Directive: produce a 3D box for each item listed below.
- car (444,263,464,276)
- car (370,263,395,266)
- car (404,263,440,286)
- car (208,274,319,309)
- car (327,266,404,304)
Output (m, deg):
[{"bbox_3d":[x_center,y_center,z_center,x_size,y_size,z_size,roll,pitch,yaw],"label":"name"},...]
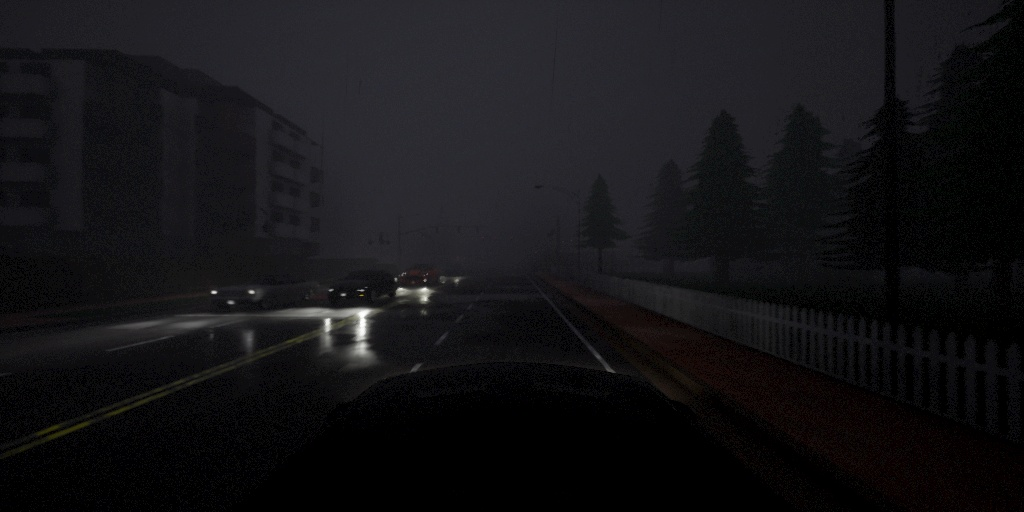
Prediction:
[{"bbox_3d":[-6.980,1.637,43.421,1.882,1.535,5.008,0,-1,0],"label":"car"},{"bbox_3d":[-10.570,1.344,28.671,2.097,1.767,4.553,0,0,0],"label":"car"},{"bbox_3d":[-7.074,1.337,27.940,2.097,1.767,4.553,0,0,0],"label":"car"},{"bbox_3d":[-10.587,1.478,15.742,1.895,1.301,4.718,0,-1,0],"label":"car"},{"bbox_3d":[-7.083,1.397,17.495,1.837,1.490,4.892,0,0,0],"label":"car"}]
